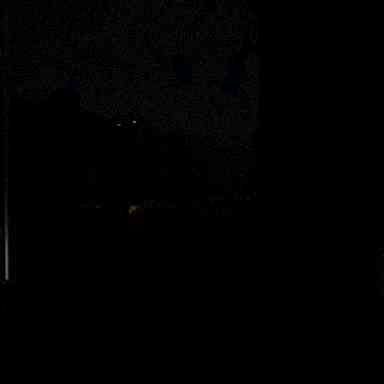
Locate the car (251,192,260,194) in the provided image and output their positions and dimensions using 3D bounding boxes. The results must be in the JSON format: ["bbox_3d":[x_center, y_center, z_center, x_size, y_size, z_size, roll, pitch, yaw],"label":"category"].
[{"bbox_3d":[9.787,0.893,46.421,2.192,1.841,5.009,0,0,35],"label":"car"}]

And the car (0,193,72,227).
[{"bbox_3d":[-10.986,1.065,21.428,2.150,2.045,5.566,-1,0,35],"label":"car"}]

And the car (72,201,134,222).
[{"bbox_3d":[-6.510,1.333,23.199,2.008,1.369,4.403,0,0,35],"label":"car"}]

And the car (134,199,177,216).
[{"bbox_3d":[-3.153,1.261,27.983,1.752,1.417,4.829,0,0,35],"label":"car"}]

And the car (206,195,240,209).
[{"bbox_3d":[3.269,1.094,37.133,1.967,1.590,4.097,0,0,35],"label":"car"}]

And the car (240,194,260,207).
[{"bbox_3d":[6.529,1.197,41.777,1.802,1.307,4.206,0,0,35],"label":"car"}]
